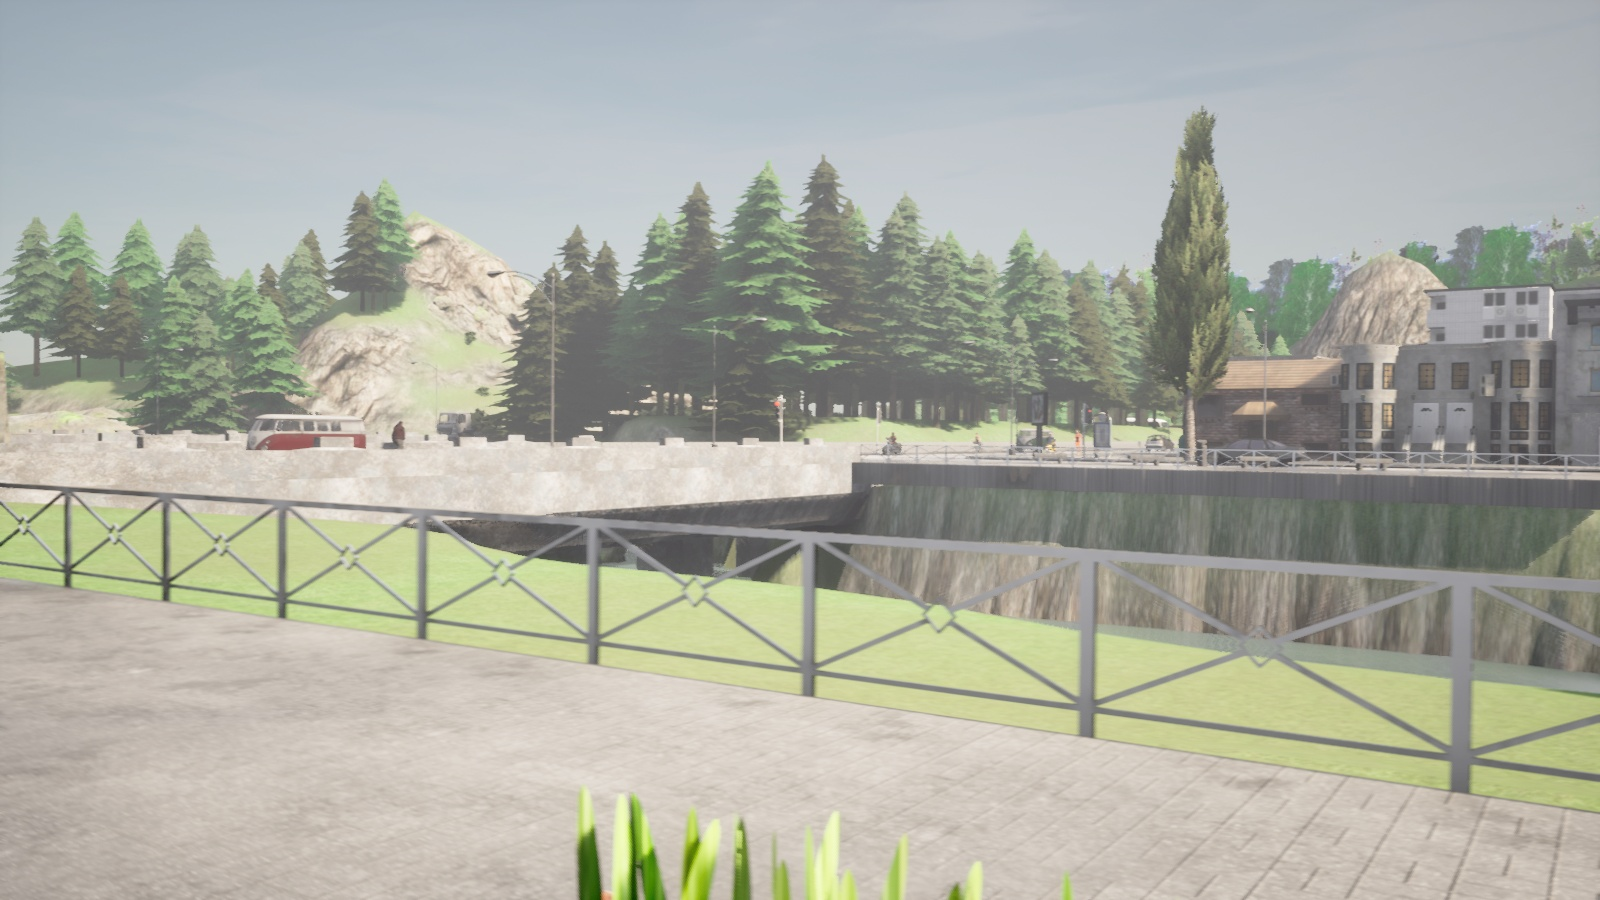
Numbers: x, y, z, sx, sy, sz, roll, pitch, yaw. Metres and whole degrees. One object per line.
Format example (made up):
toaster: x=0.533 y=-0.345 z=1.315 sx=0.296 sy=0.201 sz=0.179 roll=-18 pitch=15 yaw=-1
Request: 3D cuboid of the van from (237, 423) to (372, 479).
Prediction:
van: x=-18.391 y=0.012 z=46.792 sx=1.775 sy=1.987 sz=4.442 roll=0 pitch=1 yaw=34

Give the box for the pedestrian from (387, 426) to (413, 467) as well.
pedestrian: x=-18.095 y=-0.170 z=56.804 sx=0.634 sy=1.844 sz=0.899 roll=0 pitch=1 yaw=33

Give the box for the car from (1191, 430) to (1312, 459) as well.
car: x=22.676 y=-0.289 z=63.163 sx=5.357 sy=1.411 sz=2.033 roll=0 pitch=1 yaw=34

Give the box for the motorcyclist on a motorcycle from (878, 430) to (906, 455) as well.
motorcyclist on a motorcycle: x=6.116 y=-0.515 z=83.662 sx=0.766 sy=1.649 sz=2.350 roll=0 pitch=1 yaw=34
